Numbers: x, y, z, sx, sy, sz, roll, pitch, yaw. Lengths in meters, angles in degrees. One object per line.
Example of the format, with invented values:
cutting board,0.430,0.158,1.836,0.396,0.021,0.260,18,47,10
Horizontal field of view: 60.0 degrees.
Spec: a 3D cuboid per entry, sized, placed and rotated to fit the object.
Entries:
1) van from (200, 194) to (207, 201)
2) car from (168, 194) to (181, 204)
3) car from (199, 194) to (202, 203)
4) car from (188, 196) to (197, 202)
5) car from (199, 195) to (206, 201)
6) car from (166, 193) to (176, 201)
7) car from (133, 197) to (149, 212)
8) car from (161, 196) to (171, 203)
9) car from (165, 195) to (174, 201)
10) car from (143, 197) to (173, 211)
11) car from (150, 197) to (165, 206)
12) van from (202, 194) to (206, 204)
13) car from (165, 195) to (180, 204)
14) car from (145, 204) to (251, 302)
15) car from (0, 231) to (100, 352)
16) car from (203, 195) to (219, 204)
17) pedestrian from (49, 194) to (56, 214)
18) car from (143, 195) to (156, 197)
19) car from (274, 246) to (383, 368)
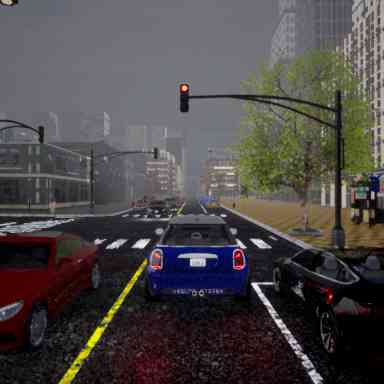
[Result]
van,2.806,1.349,82.636,1.690,1.788,3.998,0,0,0
car,-2.979,1.483,61.818,1.882,1.535,5.008,0,0,0
car,2.774,1.556,60.432,2.008,1.369,4.403,0,0,0
car,0.107,1.548,79.251,2.033,1.411,5.357,0,0,0
car,2.812,1.534,88.357,1.752,1.417,4.829,0,0,0
car,-5.568,1.324,88.196,2.192,1.841,5.009,0,0,0
car,-5.636,1.585,38.236,1.802,1.307,4.206,0,0,0
car,-5.591,1.532,71.373,1.752,1.417,4.829,0,0,0
car,-5.576,1.559,82.645,2.008,1.369,4.403,0,0,0
car,-3.060,1.507,30.853,1.837,1.490,4.892,0,0,0
car,-5.613,1.555,54.890,2.008,1.369,4.403,0,0,0
van,2.761,1.345,49.330,1.690,1.788,3.998,0,0,0
car,-3.039,1.529,46.345,1.812,1.442,4.674,0,0,1
car,0.112,1.353,8.417,2.097,1.767,4.553,0,0,0
car,-3.084,1.526,6.292,1.812,1.442,4.674,0,0,0
car,2.752,1.528,43.948,1.752,1.417,4.829,0,0,0
pedestrian,-12.709,1.039,30.250,0.375,1.860,0.375,0,-1,-1
car,-5.627,1.318,43.787,2.192,1.841,5.009,0,0,0
car,2.701,1.566,5.749,1.947,1.339,4.313,0,0,0
